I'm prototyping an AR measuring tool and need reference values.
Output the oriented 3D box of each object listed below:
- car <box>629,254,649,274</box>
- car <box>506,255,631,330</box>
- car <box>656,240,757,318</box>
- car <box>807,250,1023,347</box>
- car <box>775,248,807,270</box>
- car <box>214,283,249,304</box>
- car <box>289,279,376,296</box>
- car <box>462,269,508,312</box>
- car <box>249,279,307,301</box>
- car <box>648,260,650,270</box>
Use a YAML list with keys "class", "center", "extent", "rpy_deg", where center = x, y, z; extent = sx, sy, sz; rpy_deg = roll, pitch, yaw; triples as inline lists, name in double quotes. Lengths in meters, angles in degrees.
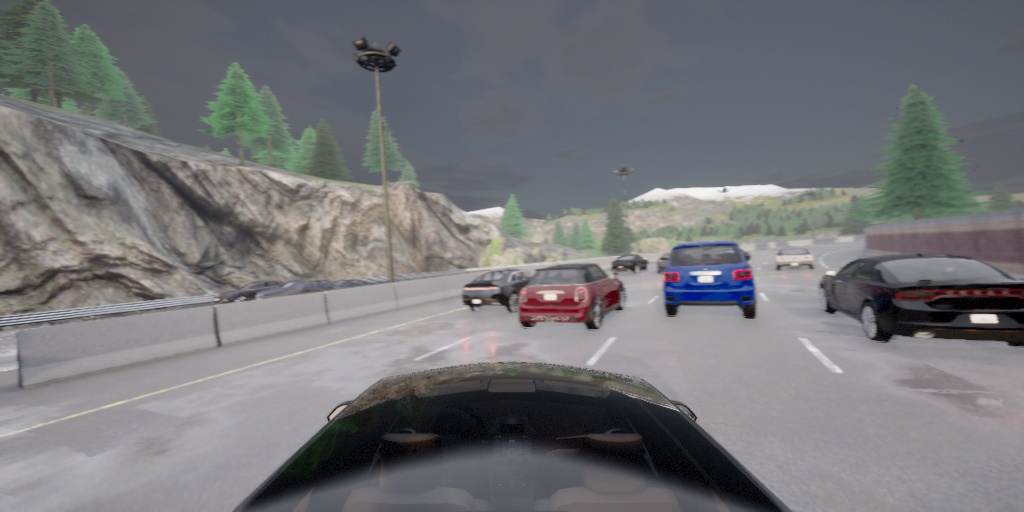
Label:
- class: "car"
  center: [9.768, 0.606, 29.400]
  extent: [1.882, 1.535, 5.008]
  rpy_deg: [-4, 0, 37]
- class: "car"
  center: [1.974, 0.982, 10.850]
  extent: [2.097, 1.767, 4.553]
  rpy_deg: [-4, 0, 29]
- class: "car"
  center: [6.018, 0.571, 11.059]
  extent: [2.150, 2.045, 5.566]
  rpy_deg: [-4, 0, 29]
- class: "car"
  center: [8.006, 0.681, 7.376]
  extent: [1.882, 1.535, 5.008]
  rpy_deg: [-4, 0, 29]
- class: "car"
  center: [18.274, 0.125, 23.318]
  extent: [1.895, 1.301, 4.718]
  rpy_deg: [-4, 0, 37]
- class: "car"
  center: [-18.061, 2.560, 25.480]
  extent: [1.837, 1.490, 4.892]
  rpy_deg: [-4, 0, 30]
- class: "car"
  center: [-9.336, 2.000, 19.627]
  extent: [1.994, 1.385, 4.181]
  rpy_deg: [-4, 0, 30]
- class: "car"
  center: [-0.044, 1.270, 14.418]
  extent: [2.128, 1.511, 4.902]
  rpy_deg: [-4, 0, 29]
- class: "car"
  center: [-12.219, 2.188, 21.737]
  extent: [2.033, 1.411, 5.357]
  rpy_deg: [-4, 0, 30]
- class: "car"
  center: [12.270, 0.440, 26.904]
  extent: [2.128, 1.511, 4.902]
  rpy_deg: [-4, 0, 37]
